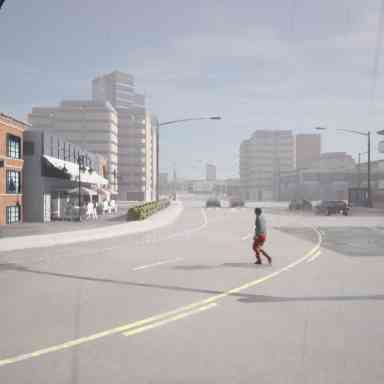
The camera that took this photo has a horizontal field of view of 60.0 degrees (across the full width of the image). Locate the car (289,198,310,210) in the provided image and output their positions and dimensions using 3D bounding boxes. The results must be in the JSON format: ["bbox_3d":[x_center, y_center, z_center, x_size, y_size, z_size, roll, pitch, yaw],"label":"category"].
[{"bbox_3d":[13.621,1.526,41.740,1.812,1.442,4.674,0,0,0],"label":"car"}]

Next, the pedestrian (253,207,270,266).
[{"bbox_3d":[2.068,1.294,10.162,0.375,1.860,0.375,0,0,36],"label":"pedestrian"}]

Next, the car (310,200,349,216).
[{"bbox_3d":[13.522,1.505,32.463,1.837,1.490,4.892,0,0,1],"label":"car"}]

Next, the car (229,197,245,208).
[{"bbox_3d":[6.518,1.508,48.253,1.837,1.490,4.892,0,0,0],"label":"car"}]

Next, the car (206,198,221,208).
[{"bbox_3d":[3.011,1.564,47.734,1.994,1.385,4.181,0,0,0],"label":"car"}]
